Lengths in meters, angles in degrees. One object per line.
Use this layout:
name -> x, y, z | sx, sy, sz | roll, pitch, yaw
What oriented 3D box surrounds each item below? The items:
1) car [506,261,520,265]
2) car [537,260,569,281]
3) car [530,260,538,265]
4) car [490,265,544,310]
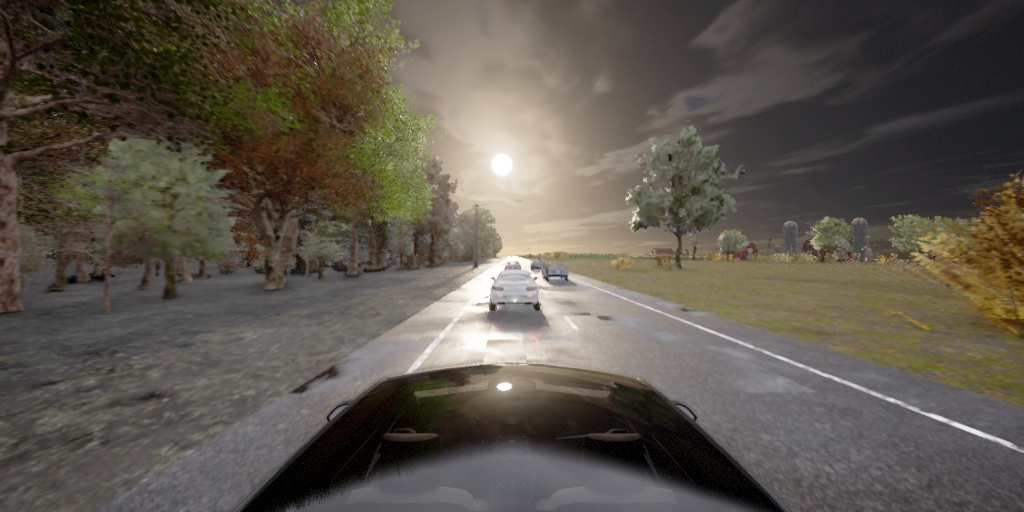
car -> 0.097, 1.250, 39.776 | 2.033, 1.411, 5.357 | 0, 0, 0
car -> 3.528, 1.263, 29.864 | 2.033, 1.411, 5.357 | 0, 0, 1
car -> 3.579, 1.250, 50.055 | 1.994, 1.385, 4.181 | 0, 0, 0
car -> 0.098, 1.262, 14.521 | 1.812, 1.442, 4.674 | 0, 0, 0
